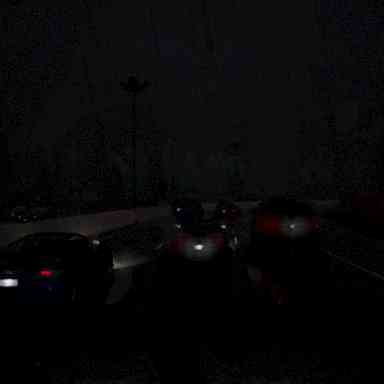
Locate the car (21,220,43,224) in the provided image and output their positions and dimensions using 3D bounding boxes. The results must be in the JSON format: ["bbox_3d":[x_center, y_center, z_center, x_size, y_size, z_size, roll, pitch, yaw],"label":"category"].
[{"bbox_3d":[-12.115,1.883,27.288,1.812,1.442,4.674,0,-1,11],"label":"car"}]

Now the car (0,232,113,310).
[{"bbox_3d":[-3.341,1.672,8.155,1.994,1.385,4.181,0,-1,1],"label":"car"}]

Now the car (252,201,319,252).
[{"bbox_3d":[4.004,1.417,15.014,2.150,2.045,5.566,0,-1,5],"label":"car"}]

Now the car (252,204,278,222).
[{"bbox_3d":[7.003,1.900,31.439,2.128,1.511,4.902,0,-1,15],"label":"car"}]

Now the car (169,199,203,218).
[{"bbox_3d":[-0.471,1.620,30.631,2.150,2.045,5.566,0,-1,14],"label":"car"}]

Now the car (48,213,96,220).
[{"bbox_3d":[-8.787,1.833,26.036,2.128,1.511,4.902,0,-1,11],"label":"car"}]

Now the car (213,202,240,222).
[{"bbox_3d":[3.325,1.758,31.213,2.097,1.767,4.553,0,-1,14],"label":"car"}]

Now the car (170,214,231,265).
[{"bbox_3d":[0.339,1.727,12.420,1.994,1.385,4.181,0,-1,3],"label":"car"}]

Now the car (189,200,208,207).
[{"bbox_3d":[1.392,2.430,69.113,1.994,1.385,4.181,0,-1,32],"label":"car"}]
